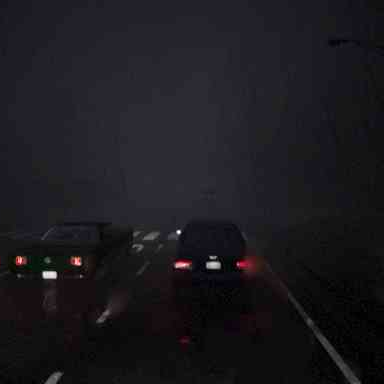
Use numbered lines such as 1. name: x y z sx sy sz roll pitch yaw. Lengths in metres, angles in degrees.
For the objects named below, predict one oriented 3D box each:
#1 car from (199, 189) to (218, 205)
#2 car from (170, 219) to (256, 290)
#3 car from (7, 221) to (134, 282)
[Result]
1. car: 2.172 0.646 43.309 2.150 2.045 5.566 0 1 3
2. car: 0.509 1.427 8.911 2.033 1.411 5.357 0 1 2
3. car: -2.970 1.477 9.389 1.895 1.301 4.718 0 1 2
